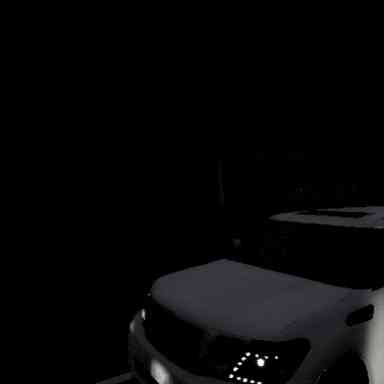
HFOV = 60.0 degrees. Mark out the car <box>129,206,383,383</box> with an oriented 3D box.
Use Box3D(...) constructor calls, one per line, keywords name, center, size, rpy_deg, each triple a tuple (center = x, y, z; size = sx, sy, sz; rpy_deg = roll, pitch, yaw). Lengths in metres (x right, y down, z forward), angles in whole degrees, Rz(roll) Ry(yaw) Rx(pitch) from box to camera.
Box3D(name="car", center=(1.978, 1.252, 4.482), size=(5.566, 2.045, 2.150), rpy_deg=(1, 0, -35))
